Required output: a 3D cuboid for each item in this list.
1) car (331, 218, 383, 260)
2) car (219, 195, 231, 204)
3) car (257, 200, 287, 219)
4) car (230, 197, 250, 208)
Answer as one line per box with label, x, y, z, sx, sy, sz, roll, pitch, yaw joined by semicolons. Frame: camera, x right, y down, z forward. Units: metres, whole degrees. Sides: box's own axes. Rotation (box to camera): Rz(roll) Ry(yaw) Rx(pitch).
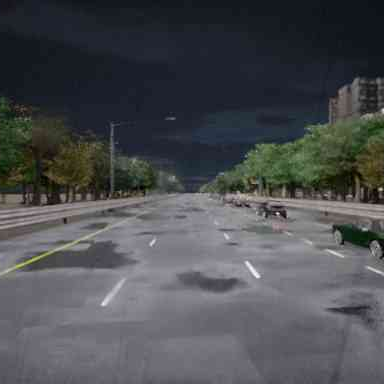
car;7.001;1.605;12.425;1.895;1.301;4.718;0;0;0
car;7.158;1.553;66.948;2.128;1.511;4.902;0;0;0
car;7.019;1.526;29.583;1.837;1.490;4.892;0;0;0
car;7.073;1.641;48.015;1.895;1.301;4.718;0;0;0
